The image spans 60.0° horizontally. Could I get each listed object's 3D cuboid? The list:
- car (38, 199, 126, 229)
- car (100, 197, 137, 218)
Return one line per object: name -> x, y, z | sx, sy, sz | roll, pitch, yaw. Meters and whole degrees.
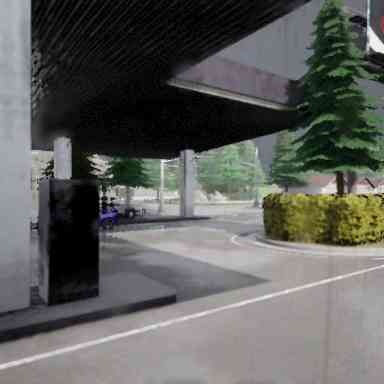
car -> -6.804, 1.495, 20.176 | 4.611, 1.667, 2.242 | 0, 0, -36
car -> -6.601, 1.338, 27.305 | 3.866, 1.878, 1.905 | 0, 0, -36
